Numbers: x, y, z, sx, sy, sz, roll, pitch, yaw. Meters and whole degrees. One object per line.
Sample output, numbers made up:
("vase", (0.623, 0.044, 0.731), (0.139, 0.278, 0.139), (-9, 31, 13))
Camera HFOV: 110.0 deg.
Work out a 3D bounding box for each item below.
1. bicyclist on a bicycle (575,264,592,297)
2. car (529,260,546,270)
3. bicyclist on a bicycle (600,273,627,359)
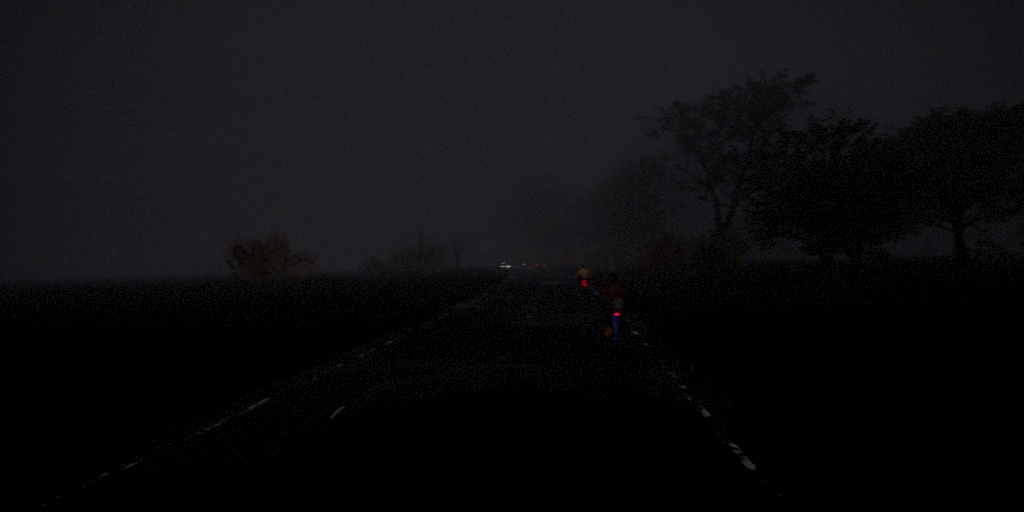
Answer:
("bicyclist on a bicycle", (3.559, 1.197, 17.748), (0.866, 1.612, 1.509), (-1, 0, 7))
("car", (4.586, 1.541, 60.411), (2.033, 1.411, 5.357), (-1, 0, -2))
("bicyclist on a bicycle", (2.137, 1.187, 7.436), (0.582, 1.620, 1.656), (-1, -1, 9))
